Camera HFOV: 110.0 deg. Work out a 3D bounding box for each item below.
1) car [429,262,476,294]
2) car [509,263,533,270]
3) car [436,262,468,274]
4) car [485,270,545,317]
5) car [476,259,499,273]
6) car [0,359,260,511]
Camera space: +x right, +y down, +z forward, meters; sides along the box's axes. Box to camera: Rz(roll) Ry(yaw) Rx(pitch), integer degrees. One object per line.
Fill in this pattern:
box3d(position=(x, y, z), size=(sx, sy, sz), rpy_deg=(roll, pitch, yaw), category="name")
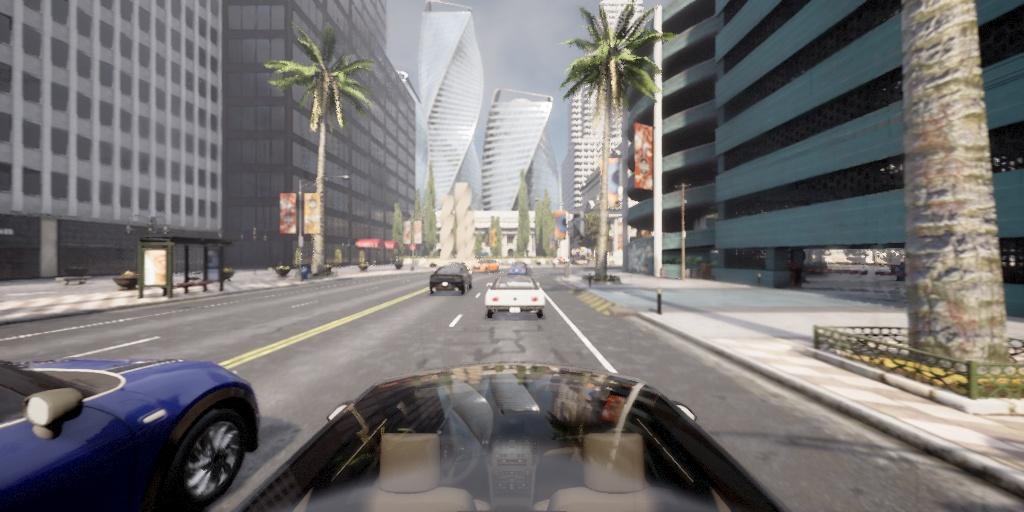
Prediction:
box3d(position=(-3.407, 1.275, 20.695), size=(1.882, 1.535, 5.008), rpy_deg=(0, 0, 0), category="car")
box3d(position=(0.884, 1.381, 35.125), size=(2.033, 1.411, 5.357), rpy_deg=(0, 0, 10), category="car")
box3d(position=(-7.335, 1.420, 44.386), size=(1.994, 1.385, 4.181), rpy_deg=(0, 0, 22), category="car")
box3d(position=(0.095, 1.380, 13.290), size=(1.895, 1.301, 4.718), rpy_deg=(0, 0, 0), category="car")
box3d(position=(-3.366, 1.210, 44.857), size=(2.097, 1.767, 4.553), rpy_deg=(0, 0, 25), category="car")
box3d(position=(-3.401, 1.101, 1.470), size=(2.097, 1.767, 4.553), rpy_deg=(0, 0, 0), category="car")
